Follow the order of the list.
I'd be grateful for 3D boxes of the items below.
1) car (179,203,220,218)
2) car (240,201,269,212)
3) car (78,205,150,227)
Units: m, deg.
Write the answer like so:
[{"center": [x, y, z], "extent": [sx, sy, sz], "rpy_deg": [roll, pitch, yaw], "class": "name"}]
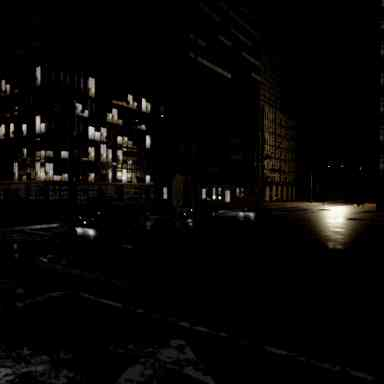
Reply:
[{"center": [0.676, 1.713, 31.834], "extent": [1.895, 1.301, 4.718], "rpy_deg": [1, 0, 37], "class": "car"}, {"center": [7.748, 1.766, 41.265], "extent": [1.895, 1.301, 4.718], "rpy_deg": [1, 0, 37], "class": "car"}, {"center": [-5.372, 1.613, 23.733], "extent": [2.033, 1.411, 5.357], "rpy_deg": [1, 0, 37], "class": "car"}]
